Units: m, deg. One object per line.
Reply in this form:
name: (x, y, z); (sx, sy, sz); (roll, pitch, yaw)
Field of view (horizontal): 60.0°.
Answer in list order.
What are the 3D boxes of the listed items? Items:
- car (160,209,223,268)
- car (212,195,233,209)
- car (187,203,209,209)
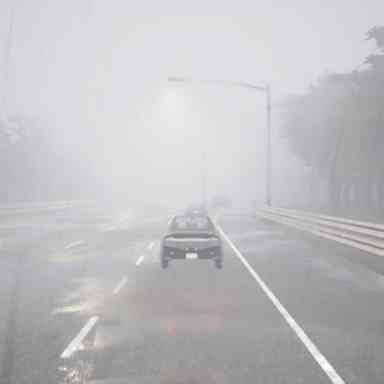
car: (-0.010, 1.552, 11.541); (2.128, 1.511, 4.902); (0, 0, 0)
car: (4.568, 1.497, 49.689); (2.150, 2.045, 5.566); (0, -1, 19)
car: (0.552, 1.728, 31.152); (1.994, 1.385, 4.181); (0, 0, 6)
